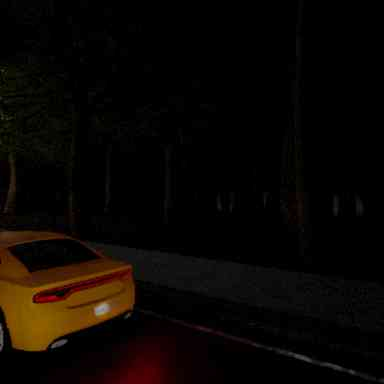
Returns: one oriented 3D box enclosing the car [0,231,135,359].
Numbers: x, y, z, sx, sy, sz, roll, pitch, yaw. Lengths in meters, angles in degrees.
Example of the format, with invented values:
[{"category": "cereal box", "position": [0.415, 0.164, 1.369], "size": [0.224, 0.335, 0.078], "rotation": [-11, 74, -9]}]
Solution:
[{"category": "car", "position": [-3.258, 1.448, 6.005], "size": [5.008, 1.535, 1.882], "rotation": [0, 0, 35]}]
